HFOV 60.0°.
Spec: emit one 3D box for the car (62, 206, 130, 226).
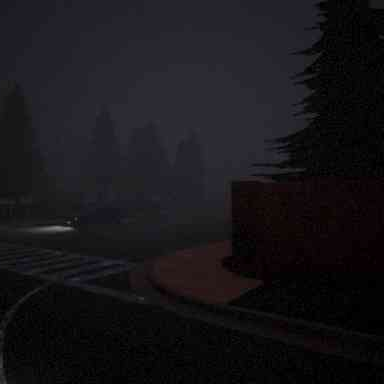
[{"bbox_3d":[-7.307,1.814,26.025,2.033,1.411,5.357,-1,-1,35],"label":"car"}]
